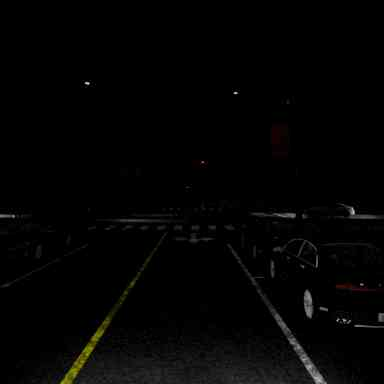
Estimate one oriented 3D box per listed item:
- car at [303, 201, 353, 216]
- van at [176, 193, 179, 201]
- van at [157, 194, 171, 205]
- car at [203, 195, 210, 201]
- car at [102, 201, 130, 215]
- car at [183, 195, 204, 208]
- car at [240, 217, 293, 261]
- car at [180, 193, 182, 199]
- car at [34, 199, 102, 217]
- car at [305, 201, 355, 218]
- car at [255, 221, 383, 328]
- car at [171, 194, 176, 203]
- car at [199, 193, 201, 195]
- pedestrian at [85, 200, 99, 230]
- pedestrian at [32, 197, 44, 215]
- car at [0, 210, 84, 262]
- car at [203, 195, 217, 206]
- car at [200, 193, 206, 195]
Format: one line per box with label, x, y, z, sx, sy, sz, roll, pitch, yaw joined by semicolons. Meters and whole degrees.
car;15.147;1.821;37.215;4.892;1.490;1.837;1;0;0
van;-4.902;1.370;81.767;1.690;1.788;3.998;0;0;1
van;-5.215;1.358;59.719;1.690;1.788;3.998;0;0;1
car;3.703;1.557;87.332;1.752;1.417;4.829;0;0;1
car;-8.256;1.488;31.587;4.718;1.301;1.895;1;0;-13
car;0.230;1.575;48.268;1.994;1.385;4.181;0;0;4
car;2.823;1.552;11.906;2.008;1.369;4.403;0;0;0
car;-4.745;1.351;92.791;2.192;1.841;5.009;0;0;1
car;-10.266;1.327;26.931;4.902;1.511;2.128;1;0;8
car;14.068;1.816;33.954;4.674;1.442;1.812;1;0;1
car;2.798;1.551;6.913;2.008;1.369;4.403;0;0;0
car;-5.059;1.589;70.742;1.947;1.339;4.313;0;0;1
car;3.779;1.475;92.675;1.967;1.590;4.097;0;0;1
pedestrian;-5.789;1.296;19.222;0.375;1.860;0.375;0;0;0
pedestrian;-9.100;1.144;19.857;0.375;1.860;0.375;0;0;0
car;-5.702;1.552;11.953;2.008;1.369;4.403;0;0;0
car;3.230;1.565;54.087;2.008;1.369;4.403;0;0;1
car;3.466;1.338;70.624;2.192;1.841;5.009;0;0;1
